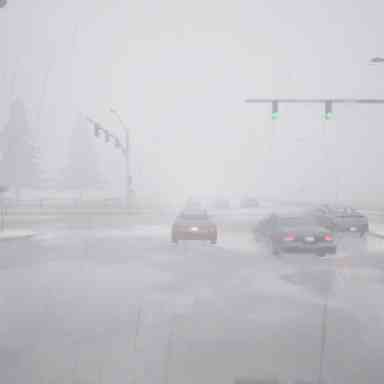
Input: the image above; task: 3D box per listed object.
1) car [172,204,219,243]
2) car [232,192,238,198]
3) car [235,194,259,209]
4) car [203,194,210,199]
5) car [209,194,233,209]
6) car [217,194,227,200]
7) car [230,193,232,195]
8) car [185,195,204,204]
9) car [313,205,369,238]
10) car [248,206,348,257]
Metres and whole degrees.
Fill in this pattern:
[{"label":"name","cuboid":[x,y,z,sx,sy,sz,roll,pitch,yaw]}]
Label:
[{"label":"car","cuboid":[0.101,1.486,15.669,1.994,1.385,4.181,0,0,0]},{"label":"car","cuboid":[10.503,1.130,72.758,1.837,1.490,4.892,0,0,0]},{"label":"car","cuboid":[7.103,1.285,41.625,2.128,1.511,4.902,0,0,0]},{"label":"car","cuboid":[3.504,1.210,77.788,1.895,1.301,4.718,0,0,0]},{"label":"car","cuboid":[3.602,1.356,42.074,1.994,1.385,4.181,0,0,0]},{"label":"car","cuboid":[7.004,1.141,77.341,1.812,1.442,4.674,0,0,0]},{"label":"car","cuboid":[10.504,0.853,83.146,2.097,1.767,4.553,0,0,0]},{"label":"car","cuboid":[0.103,1.402,40.163,1.895,1.301,4.718,0,0,0]},{"label":"car","cuboid":[7.101,1.407,17.061,2.128,1.511,4.902,0,0,0]},{"label":"car","cuboid":[3.601,1.484,12.686,2.033,1.411,5.357,0,0,0]}]
